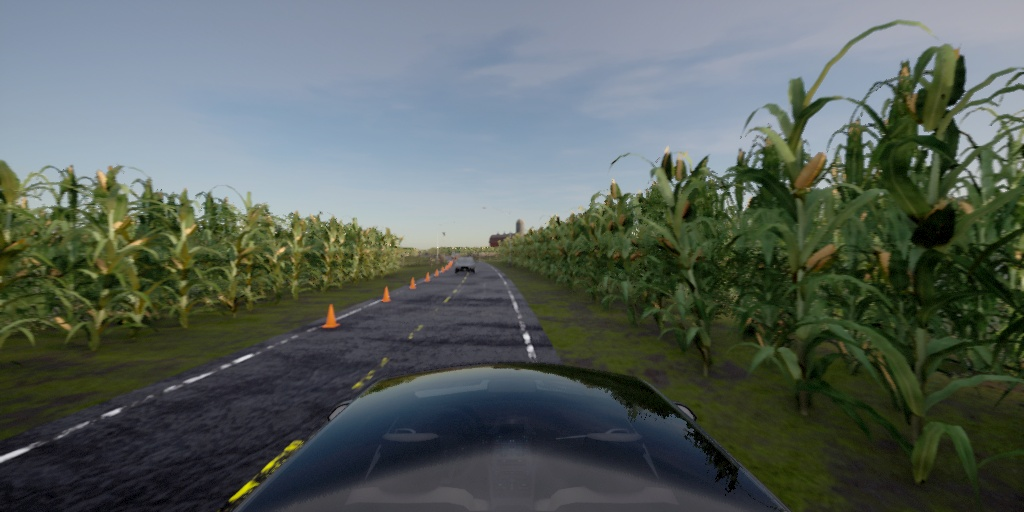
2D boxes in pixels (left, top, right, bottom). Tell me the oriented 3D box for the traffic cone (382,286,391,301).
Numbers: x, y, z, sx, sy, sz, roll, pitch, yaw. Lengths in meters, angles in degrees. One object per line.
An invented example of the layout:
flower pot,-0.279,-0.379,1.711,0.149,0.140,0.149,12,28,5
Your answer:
traffic cone,-5.171,1.548,14.771,0.340,0.580,0.340,0,0,-3

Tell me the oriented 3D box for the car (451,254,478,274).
car,-4.236,0.840,32.796,1.837,1.490,4.892,0,1,-5

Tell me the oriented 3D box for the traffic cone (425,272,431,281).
traffic cone,-5.803,1.412,24.693,0.340,0.580,0.340,0,0,-4

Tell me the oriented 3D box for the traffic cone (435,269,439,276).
traffic cone,-6.204,1.344,29.648,0.340,0.580,0.340,0,0,-5

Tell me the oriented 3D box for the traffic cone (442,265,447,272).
traffic cone,-6.664,1.276,34.598,0.340,0.580,0.340,0,0,-6

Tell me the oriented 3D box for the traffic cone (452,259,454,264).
traffic cone,-8.385,1.077,49.412,0.340,0.580,0.340,0,0,-8

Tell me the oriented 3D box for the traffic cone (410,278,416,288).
traffic cone,-5.458,1.480,19.734,0.340,0.580,0.340,0,0,-4

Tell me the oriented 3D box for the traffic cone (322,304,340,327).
traffic cone,-4.941,1.617,9.805,0.340,0.580,0.340,0,0,-2

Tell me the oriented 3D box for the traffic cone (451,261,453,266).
traffic cone,-7.754,1.143,44.481,0.340,0.580,0.340,0,0,-7

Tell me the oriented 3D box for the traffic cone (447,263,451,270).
traffic cone,-7.180,1.209,39.543,0.340,0.580,0.340,0,0,-6
